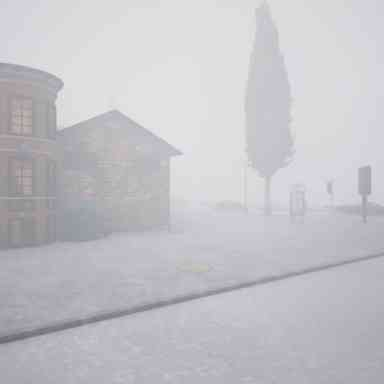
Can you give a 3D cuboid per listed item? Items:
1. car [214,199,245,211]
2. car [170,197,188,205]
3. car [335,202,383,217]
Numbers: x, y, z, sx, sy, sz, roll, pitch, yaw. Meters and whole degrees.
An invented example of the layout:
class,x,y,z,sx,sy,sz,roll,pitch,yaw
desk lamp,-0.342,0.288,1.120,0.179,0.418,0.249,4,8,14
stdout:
class,x,y,z,sx,sy,sz,roll,pitch,yaw
car,4.556,1.554,39.957,1.994,1.385,4.181,0,0,-36
car,-2.866,1.536,57.480,2.033,1.411,5.357,0,0,-35
car,16.005,1.589,31.277,1.895,1.301,4.718,0,0,-36
